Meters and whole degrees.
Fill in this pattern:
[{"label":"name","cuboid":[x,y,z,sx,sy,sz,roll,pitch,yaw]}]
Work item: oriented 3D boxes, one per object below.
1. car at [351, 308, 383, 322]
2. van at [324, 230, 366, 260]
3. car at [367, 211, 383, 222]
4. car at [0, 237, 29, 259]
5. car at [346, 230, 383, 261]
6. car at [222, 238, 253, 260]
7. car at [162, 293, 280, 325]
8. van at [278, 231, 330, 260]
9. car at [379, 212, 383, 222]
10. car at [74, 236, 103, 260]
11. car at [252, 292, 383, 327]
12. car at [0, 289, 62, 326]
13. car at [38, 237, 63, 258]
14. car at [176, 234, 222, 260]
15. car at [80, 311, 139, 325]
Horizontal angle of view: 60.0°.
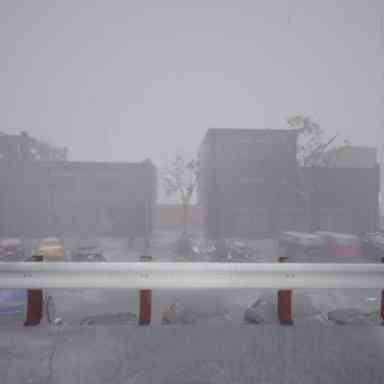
[{"label":"car","cuboid":[6.620,4.793,11.126,2.231,1.521,4.892,0,1,-23]},{"label":"van","cuboid":[12.062,4.500,28.484,1.878,1.987,4.442,1,0,-23]},{"label":"car","cuboid":[36.013,4.636,63.336,4.553,1.767,2.185,0,0,-21]},{"label":"car","cuboid":[-14.482,4.394,27.038,2.097,1.535,5.008,1,0,-23]},{"label":"car","cuboid":[15.083,4.511,28.504,2.435,2.045,5.566,1,-1,-23]},{"label":"car","cuboid":[3.250,4.618,27.930,2.231,1.521,4.892,1,0,-23]},{"label":"car","cuboid":[0.578,4.590,10.856,2.185,1.767,4.553,1,1,-23]},{"label":"van","cuboid":[9.107,4.464,28.336,1.878,1.987,4.442,1,0,-23]},{"label":"car","cuboid":[36.124,4.785,60.336,5.008,1.535,2.097,0,1,-21]},{"label":"car","cuboid":[-8.559,4.498,27.313,2.163,1.488,4.792,1,0,-23]},{"label":"car","cuboid":[3.603,4.628,11.017,2.185,1.767,4.553,1,1,-23]},{"label":"car","cuboid":[-5.435,4.390,10.495,2.435,2.045,5.566,1,1,-23]},{"label":"car","cuboid":[-11.611,4.428,27.353,1.946,1.575,5.366,1,0,-23]},{"label":"car","cuboid":[0.279,4.454,27.811,2.185,1.767,4.553,1,0,-23]},{"label":"car","cuboid":[-2.444,4.707,10.709,2.163,1.488,4.792,0,1,-23]}]
